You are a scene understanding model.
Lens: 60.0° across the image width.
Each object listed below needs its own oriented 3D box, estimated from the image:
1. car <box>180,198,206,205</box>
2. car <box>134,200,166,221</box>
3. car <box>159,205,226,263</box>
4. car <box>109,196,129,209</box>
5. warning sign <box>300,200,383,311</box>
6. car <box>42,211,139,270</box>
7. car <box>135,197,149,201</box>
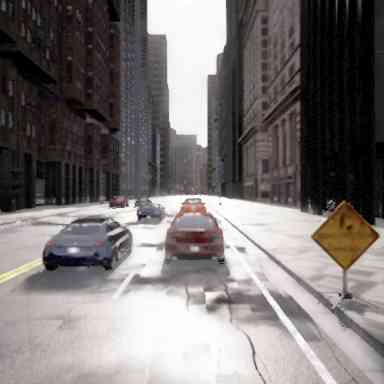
[{"bbox_3d":[0.093,1.280,28.110,2.097,1.767,4.553,0,0,0],"label":"car"},{"bbox_3d":[-3.161,1.532,26.599,1.895,1.301,4.718,0,0,0],"label":"car"},{"bbox_3d":[0.081,1.443,11.887,1.882,1.535,5.008,0,0,0],"label":"car"},{"bbox_3d":[-9.821,1.374,44.827,1.882,1.535,5.008,0,0,0],"label":"car"},{"bbox_3d":[2.843,1.096,6.202,1.300,1.860,1.060,-1,0,0],"label":"warning sign"},{"bbox_3d":[-3.170,1.530,10.887,1.994,1.385,4.181,0,0,0],"label":"car"},{"bbox_3d":[-6.571,1.422,44.823,1.812,1.442,4.674,0,0,0],"label":"car"}]
